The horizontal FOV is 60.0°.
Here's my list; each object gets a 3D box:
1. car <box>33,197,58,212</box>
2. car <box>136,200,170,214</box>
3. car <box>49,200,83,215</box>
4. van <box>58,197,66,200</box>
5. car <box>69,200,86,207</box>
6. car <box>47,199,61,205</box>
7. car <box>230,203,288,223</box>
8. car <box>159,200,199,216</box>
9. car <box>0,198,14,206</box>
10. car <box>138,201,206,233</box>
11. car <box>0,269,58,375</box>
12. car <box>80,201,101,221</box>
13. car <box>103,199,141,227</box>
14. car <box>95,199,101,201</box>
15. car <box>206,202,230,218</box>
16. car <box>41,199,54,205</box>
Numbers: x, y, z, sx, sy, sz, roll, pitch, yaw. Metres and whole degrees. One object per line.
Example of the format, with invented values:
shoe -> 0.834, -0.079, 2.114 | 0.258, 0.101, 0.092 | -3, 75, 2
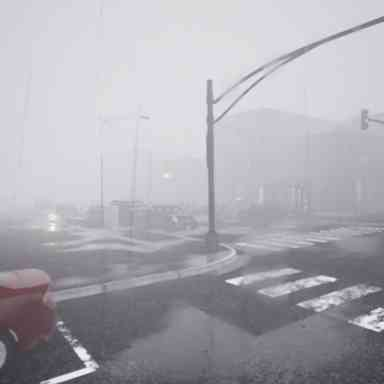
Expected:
car -> -21.507, 1.857, 48.077 | 2.192, 1.841, 5.009 | -2, 1, -36
car -> -4.697, 1.738, 39.362 | 2.008, 1.369, 4.403 | -2, 1, -36
car -> -14.787, 1.957, 38.980 | 2.008, 1.369, 4.403 | -2, 1, -36
van -> -28.197, 2.005, 71.208 | 1.690, 1.788, 3.998 | -2, 1, -36
car -> -21.477, 2.109, 62.110 | 1.802, 1.307, 4.206 | -2, 1, -36
car -> -31.547, 2.277, 75.760 | 1.887, 1.381, 4.507 | -2, 1, -36
car -> 5.373, 1.549, 25.713 | 1.947, 1.339, 4.313 | -2, 1, -36
car -> -1.443, 1.647, 34.949 | 1.752, 1.417, 4.829 | -2, 1, -36
car -> -41.678, 2.267, 75.351 | 2.192, 1.841, 5.009 | -2, 1, -36
car -> -1.364, 1.574, 20.781 | 1.967, 1.590, 4.097 | -2, 1, -36
car -> -3.947, 1.555, 3.750 | 4.507, 1.381, 1.887 | -1, 0, -35
car -> -8.074, 1.821, 29.881 | 2.008, 1.369, 4.403 | -2, 1, -36
car -> -4.725, 1.517, 25.329 | 2.192, 1.841, 5.009 | -2, 1, -36
car -> -14.770, 1.831, 53.010 | 1.967, 1.590, 4.097 | -2, 1, -36
car -> 1.914, 1.579, 30.399 | 1.752, 1.417, 4.829 | -2, 1, -36
car -> -35.004, 2.328, 80.446 | 1.752, 1.417, 4.829 | -2, 1, -36
